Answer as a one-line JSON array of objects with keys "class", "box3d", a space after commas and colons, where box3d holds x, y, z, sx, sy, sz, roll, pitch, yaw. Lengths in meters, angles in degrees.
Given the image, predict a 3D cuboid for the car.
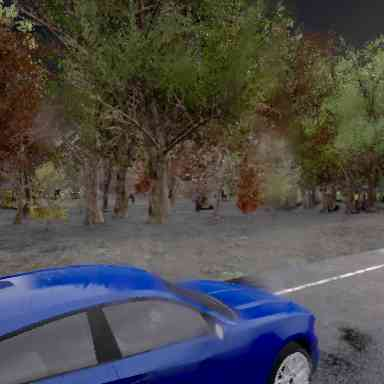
[{"class": "car", "box3d": [-0.840, 1.478, 3.148, 5.008, 1.535, 1.882, 0, 0, -35]}]
